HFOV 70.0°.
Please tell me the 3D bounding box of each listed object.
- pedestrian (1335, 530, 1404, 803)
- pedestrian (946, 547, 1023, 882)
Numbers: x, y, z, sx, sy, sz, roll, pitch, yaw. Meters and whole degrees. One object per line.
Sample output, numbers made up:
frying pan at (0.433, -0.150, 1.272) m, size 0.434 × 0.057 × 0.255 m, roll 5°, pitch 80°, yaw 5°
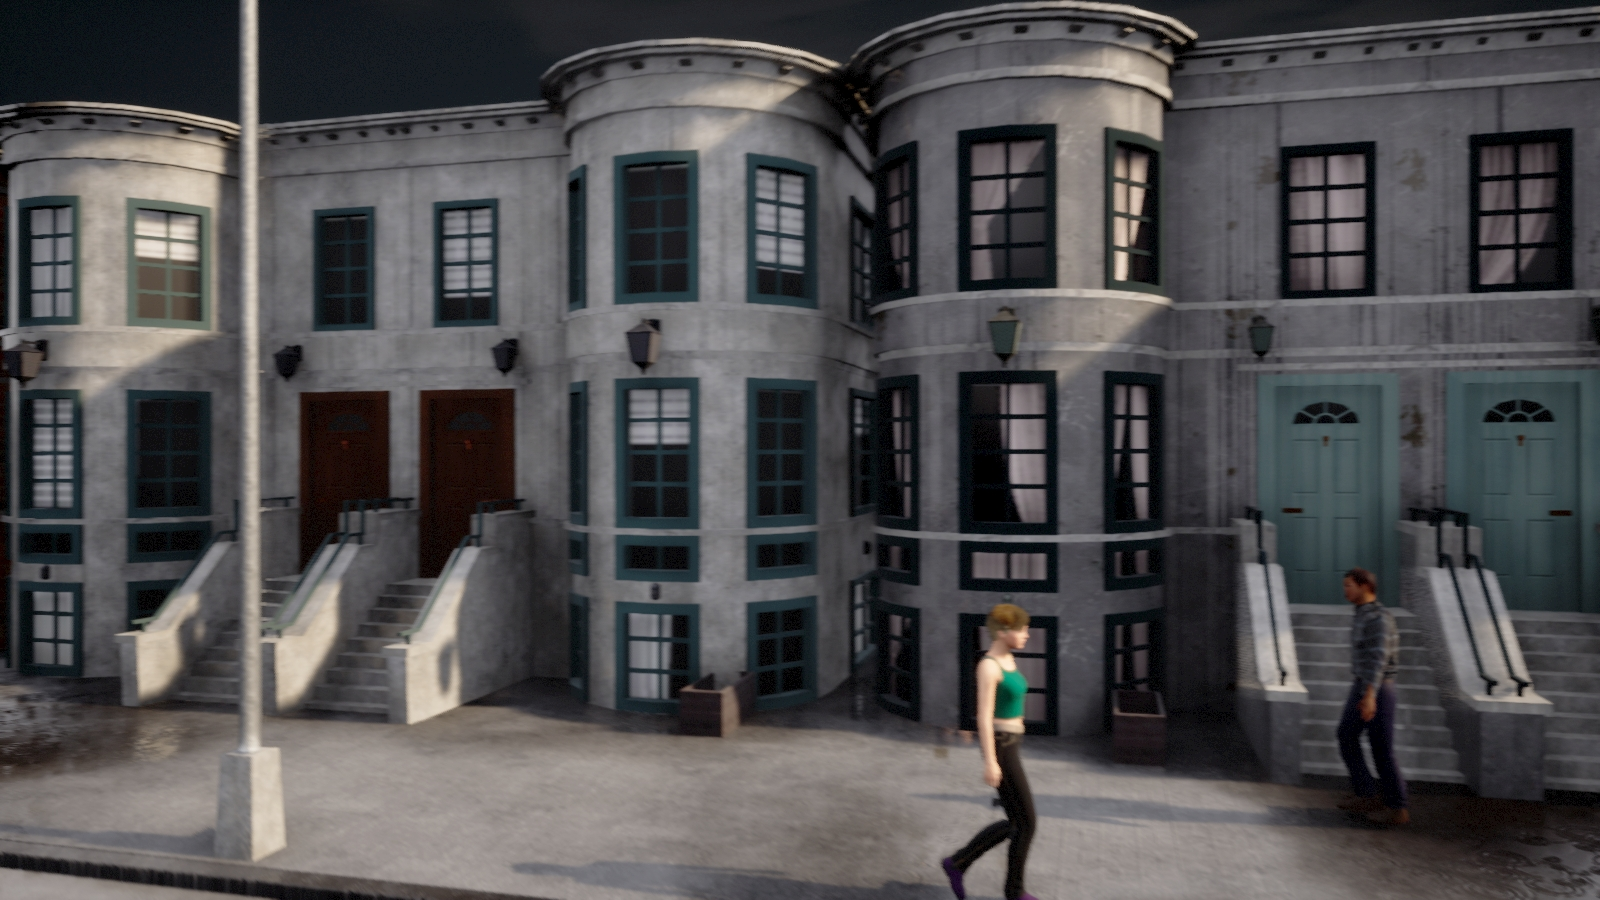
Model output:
pedestrian at (4.064, 1.519, 8.165) m, size 0.375 × 1.860 × 0.375 m, roll 0°, pitch 0°, yaw 17°
pedestrian at (1.093, 1.525, 6.735) m, size 0.375 × 1.860 × 0.375 m, roll 0°, pitch 0°, yaw 21°
